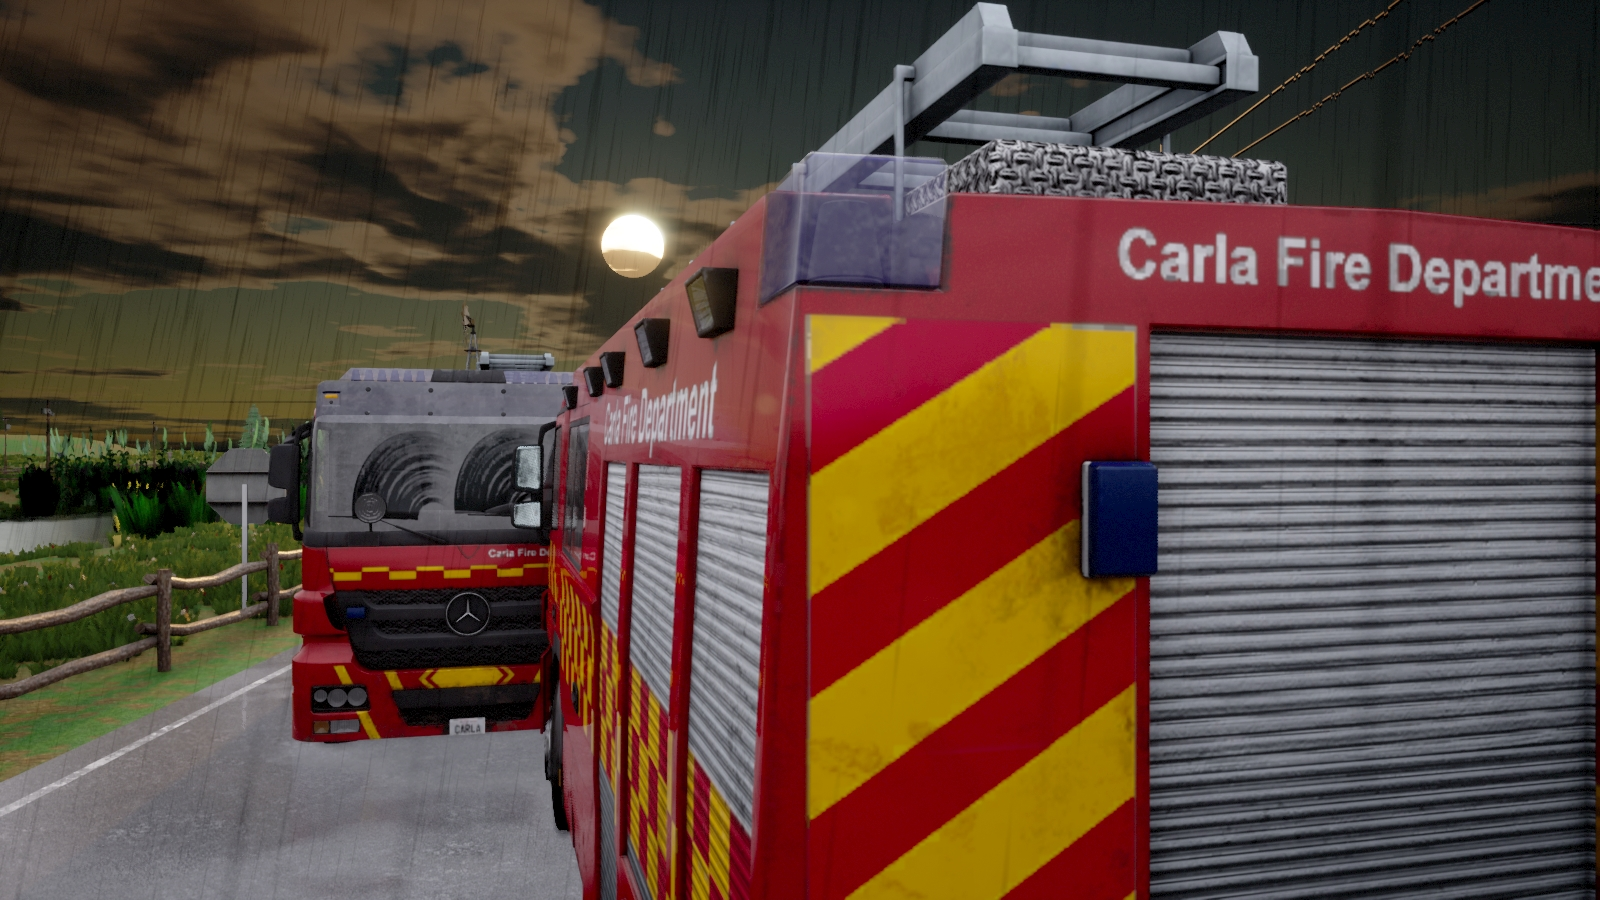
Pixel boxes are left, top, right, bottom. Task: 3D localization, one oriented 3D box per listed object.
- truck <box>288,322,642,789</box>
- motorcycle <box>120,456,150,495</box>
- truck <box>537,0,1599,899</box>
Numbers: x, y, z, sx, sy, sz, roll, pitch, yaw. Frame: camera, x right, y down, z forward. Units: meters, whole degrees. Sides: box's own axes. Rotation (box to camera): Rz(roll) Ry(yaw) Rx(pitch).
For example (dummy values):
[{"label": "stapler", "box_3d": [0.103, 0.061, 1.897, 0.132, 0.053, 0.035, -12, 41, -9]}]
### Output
[{"label": "truck", "box_3d": [-3.922, 0.862, 13.835, 2.891, 3.827, 8.468, 0, 0, -15]}, {"label": "motorcycle", "box_3d": [-41.398, 1.577, 71.111, 0.803, 2.348, 2.033, 0, 0, -4]}, {"label": "truck", "box_3d": [0.088, 0.867, 6.873, 2.891, 3.827, 8.468, 0, 0, -15]}]
